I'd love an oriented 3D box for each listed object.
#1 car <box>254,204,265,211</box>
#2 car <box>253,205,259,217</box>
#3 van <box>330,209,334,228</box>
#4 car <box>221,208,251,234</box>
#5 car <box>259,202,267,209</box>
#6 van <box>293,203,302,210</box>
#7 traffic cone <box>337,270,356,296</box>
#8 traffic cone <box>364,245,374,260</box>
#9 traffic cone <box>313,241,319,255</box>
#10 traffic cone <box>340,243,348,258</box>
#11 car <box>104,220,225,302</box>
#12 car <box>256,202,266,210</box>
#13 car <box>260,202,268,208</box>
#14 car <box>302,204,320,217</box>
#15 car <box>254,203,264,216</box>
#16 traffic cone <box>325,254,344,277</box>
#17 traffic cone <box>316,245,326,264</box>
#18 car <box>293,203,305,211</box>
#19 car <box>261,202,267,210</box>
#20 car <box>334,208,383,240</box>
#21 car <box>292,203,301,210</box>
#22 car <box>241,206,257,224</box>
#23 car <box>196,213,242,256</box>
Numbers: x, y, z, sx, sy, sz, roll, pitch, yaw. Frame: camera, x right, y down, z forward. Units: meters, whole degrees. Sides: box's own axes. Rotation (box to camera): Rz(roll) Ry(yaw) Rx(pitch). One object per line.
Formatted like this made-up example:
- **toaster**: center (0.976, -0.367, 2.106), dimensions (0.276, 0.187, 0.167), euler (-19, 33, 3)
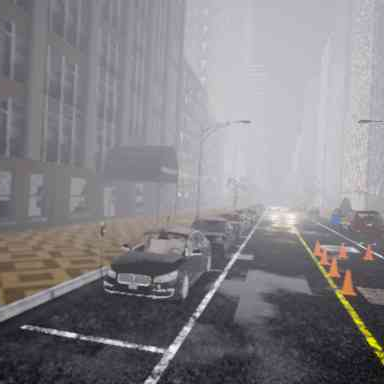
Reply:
- **car**: center (12.995, 2.925, 63.605), dimensions (1.802, 1.307, 4.206), euler (2, -1, 14)
- **car**: center (4.843, 2.155, 30.501), dimensions (1.802, 1.307, 4.206), euler (2, -1, 14)
- **van**: center (12.979, 2.318, 28.494), dimensions (1.690, 1.788, 3.998), euler (2, -1, 14)
- **car**: center (2.127, 1.860, 19.467), dimensions (1.887, 1.381, 4.507), euler (2, -1, 14)
- **car**: center (17.034, 3.249, 79.993), dimensions (1.752, 1.417, 4.829), euler (2, -1, 14)
- **van**: center (26.566, 3.602, 83.668), dimensions (1.690, 1.788, 3.998), euler (2, -1, 14)
- **traffic cone**: center (3.923, 2.249, 8.368), dimensions (0.340, 0.580, 0.340), euler (3, -1, 14)
- **traffic cone**: center (7.297, 2.482, 13.712), dimensions (0.340, 0.580, 0.340), euler (3, -1, 14)
- **traffic cone**: center (5.358, 2.385, 14.192), dimensions (0.340, 0.580, 0.340), euler (3, -1, 14)
- **traffic cone**: center (6.327, 2.433, 13.951), dimensions (0.340, 0.580, 0.340), euler (3, -1, 14)
- **car**: center (-0.591, 1.609, 8.432), dimensions (2.008, 1.369, 4.403), euler (2, -1, 14)
- **car**: center (14.360, 2.912, 69.124), dimensions (1.967, 1.590, 4.097), euler (2, -1, 14)
- **car**: center (19.789, 3.549, 91.193), dimensions (1.947, 1.339, 4.313), euler (2, -1, 14)
- **car**: center (18.405, 3.042, 50.560), dimensions (2.008, 1.369, 4.403), euler (2, -1, 14)
- **car**: center (7.562, 2.381, 41.537), dimensions (2.008, 1.369, 4.403), euler (2, -1, 14)
- **traffic cone**: center (4.401, 2.295, 10.309), dimensions (0.340, 0.580, 0.340), euler (3, -1, 14)
- **traffic cone**: center (4.880, 2.340, 12.250), dimensions (0.340, 0.580, 0.340), euler (3, -1, 14)
- **car**: center (23.850, 3.320, 72.633), dimensions (2.192, 1.841, 5.009), euler (2, -1, 14)
- **car**: center (10.279, 2.637, 52.571), dimensions (2.008, 1.369, 4.403), euler (2, -1, 14)
- **car**: center (11.621, 2.164, 22.977), dimensions (2.192, 1.841, 5.009), euler (2, -1, 14)
- **car**: center (27.921, 3.828, 89.184), dimensions (1.967, 1.590, 4.097), euler (2, -1, 14)
- **car**: center (3.485, 1.995, 24.985), dimensions (2.008, 1.369, 4.403), euler (2, -1, 14)
- **car**: center (0.768, 1.752, 13.949), dimensions (1.947, 1.339, 4.313), euler (2, -1, 14)
